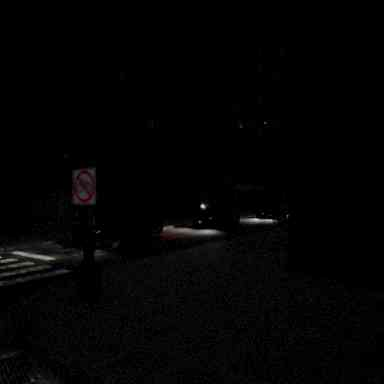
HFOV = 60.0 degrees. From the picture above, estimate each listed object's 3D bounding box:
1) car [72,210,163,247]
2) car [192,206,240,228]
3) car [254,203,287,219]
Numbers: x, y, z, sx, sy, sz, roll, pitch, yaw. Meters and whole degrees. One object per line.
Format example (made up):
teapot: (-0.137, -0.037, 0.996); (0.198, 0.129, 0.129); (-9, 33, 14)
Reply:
car: (-3.534, 1.674, 16.587); (1.882, 1.535, 5.008); (-1, -1, 35)
car: (1.872, 1.740, 24.119); (1.812, 1.442, 4.674); (-1, -1, 36)
car: (7.653, 1.798, 32.152); (1.994, 1.385, 4.181); (-1, -1, 36)
